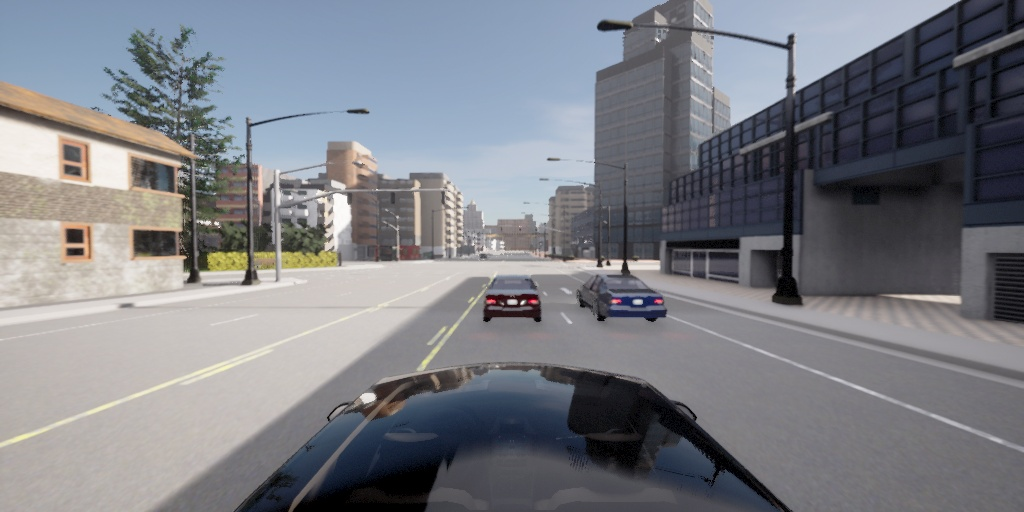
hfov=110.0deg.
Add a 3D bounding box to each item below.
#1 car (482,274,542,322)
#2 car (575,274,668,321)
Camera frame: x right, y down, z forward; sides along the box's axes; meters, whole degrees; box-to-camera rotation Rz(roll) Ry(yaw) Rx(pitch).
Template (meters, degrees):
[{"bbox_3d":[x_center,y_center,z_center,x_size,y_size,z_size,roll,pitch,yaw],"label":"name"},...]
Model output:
[{"bbox_3d":[0.024,1.328,12.486,2.033,1.411,5.357,0,0,0],"label":"car"},{"bbox_3d":[3.524,1.328,12.497,2.033,1.411,5.357,0,0,0],"label":"car"}]
